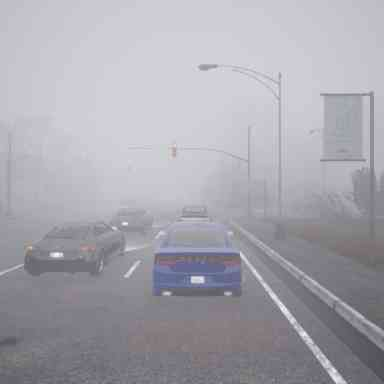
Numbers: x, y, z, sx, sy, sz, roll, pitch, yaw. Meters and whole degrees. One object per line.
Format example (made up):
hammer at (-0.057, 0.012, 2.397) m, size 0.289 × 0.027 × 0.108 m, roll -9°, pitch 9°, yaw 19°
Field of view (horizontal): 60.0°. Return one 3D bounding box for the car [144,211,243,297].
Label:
car at (0.113, 1.477, 8.649) m, size 1.882 × 1.535 × 5.008 m, roll 0°, pitch 0°, yaw 0°

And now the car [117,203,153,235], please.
car at (-3.370, 1.563, 18.806) m, size 1.994 × 1.385 × 4.181 m, roll 0°, pitch 0°, yaw 0°

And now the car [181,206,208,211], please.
car at (0.129, 1.491, 18.148) m, size 2.128 × 1.511 × 4.902 m, roll 0°, pitch 0°, yaw 0°

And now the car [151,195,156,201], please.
car at (-10.361, 1.517, 84.898) m, size 1.812 × 1.442 × 4.674 m, roll 0°, pitch 0°, yaw 0°

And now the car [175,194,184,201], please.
car at (-3.359, 1.346, 86.007) m, size 2.097 × 1.767 × 4.553 m, roll 0°, pitch 0°, yaw 0°

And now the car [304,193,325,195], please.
car at (14.805, 1.215, 41.821) m, size 5.566 × 2.045 × 2.150 m, roll -1°, pitch 0°, yaw 2°

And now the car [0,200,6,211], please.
car at (-23.705, 1.218, 36.832) m, size 5.566 × 2.045 × 2.150 m, roll 0°, pitch 0°, yaw 3°

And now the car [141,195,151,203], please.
car at (-10.386, 1.550, 69.562) m, size 1.994 × 1.385 × 4.181 m, roll 0°, pitch 0°, yaw 0°

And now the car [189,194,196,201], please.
car at (0.141, 1.530, 85.615) m, size 2.033 × 1.411 × 5.357 m, roll 0°, pitch 0°, yaw 0°

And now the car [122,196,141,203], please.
car at (-10.493, 1.488, 55.707) m, size 2.128 × 1.511 × 4.902 m, roll 0°, pitch 0°, yaw 0°

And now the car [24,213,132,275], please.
car at (-3.393, 1.564, 10.423) m, size 1.994 × 1.385 × 4.181 m, roll 0°, pitch 0°, yaw 1°

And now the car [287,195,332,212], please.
car at (14.072, 1.476, 38.342) m, size 5.008 × 1.535 × 1.882 m, roll -1°, pitch 0°, yaw 3°
